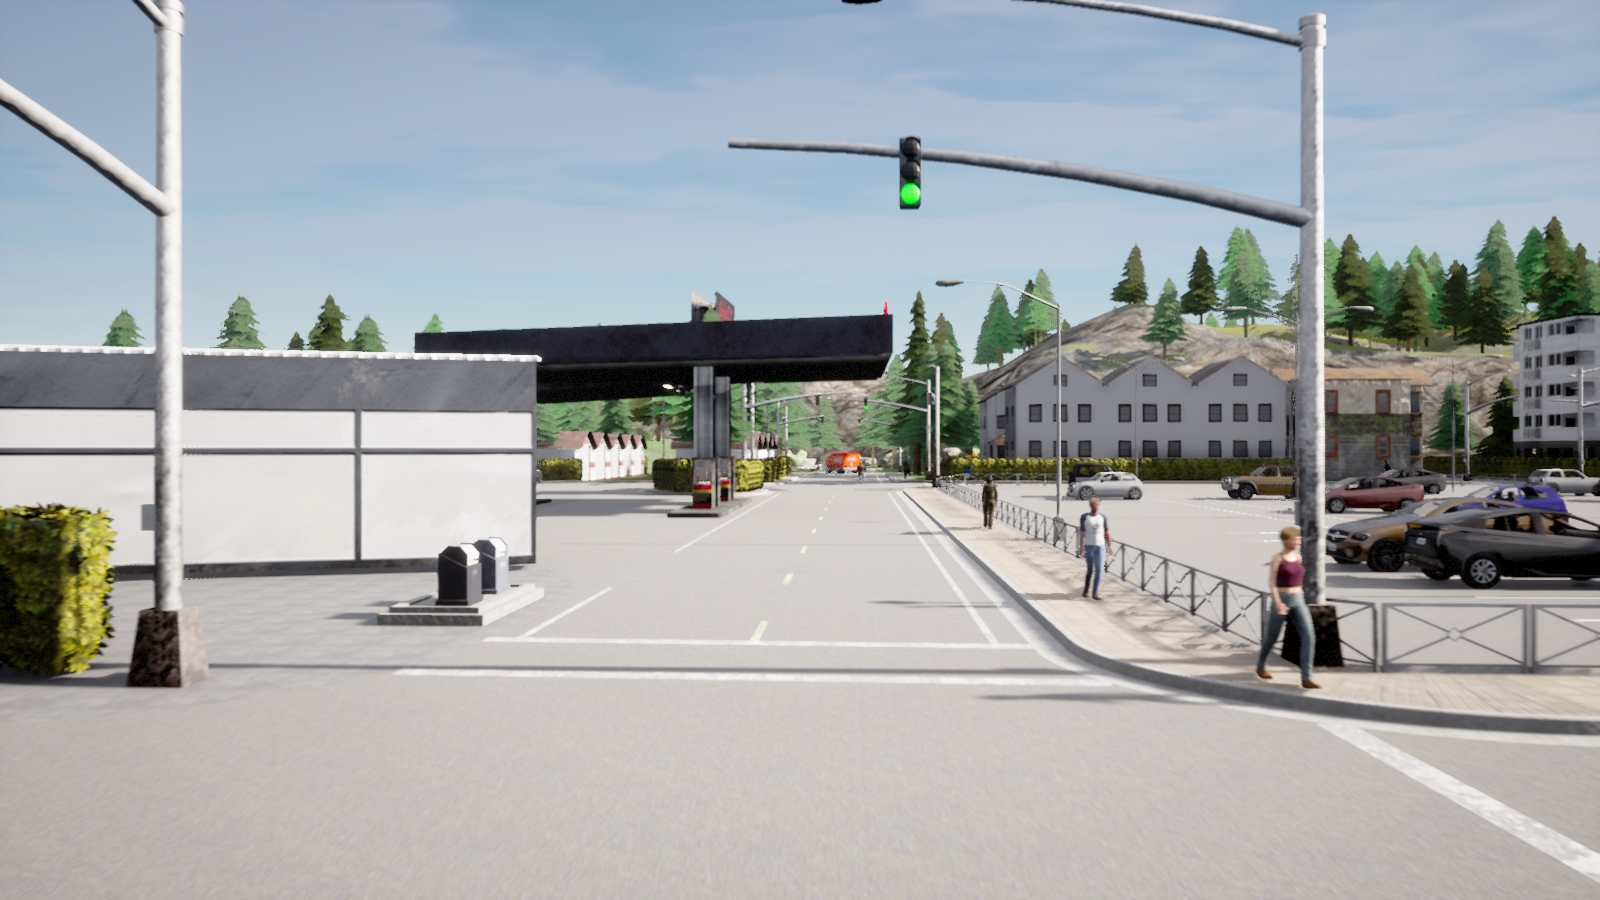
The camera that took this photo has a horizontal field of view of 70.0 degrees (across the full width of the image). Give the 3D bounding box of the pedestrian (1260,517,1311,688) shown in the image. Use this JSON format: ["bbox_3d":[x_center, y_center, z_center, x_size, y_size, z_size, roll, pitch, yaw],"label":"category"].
[{"bbox_3d":[5.439,1.691,12.817,0.375,1.860,0.375,0,0,-16],"label":"pedestrian"}]

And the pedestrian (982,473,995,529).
[{"bbox_3d":[6.277,1.689,38.014,0.375,1.860,0.375,0,0,2],"label":"pedestrian"}]

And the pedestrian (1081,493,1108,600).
[{"bbox_3d":[5.212,1.691,20.209,0.375,1.860,0.375,0,0,-1],"label":"pedestrian"}]
